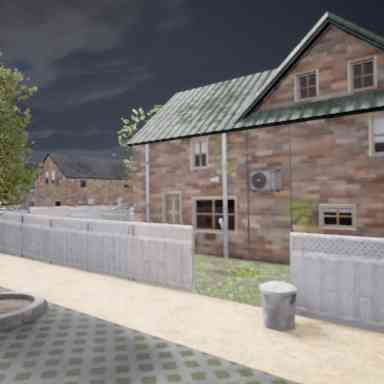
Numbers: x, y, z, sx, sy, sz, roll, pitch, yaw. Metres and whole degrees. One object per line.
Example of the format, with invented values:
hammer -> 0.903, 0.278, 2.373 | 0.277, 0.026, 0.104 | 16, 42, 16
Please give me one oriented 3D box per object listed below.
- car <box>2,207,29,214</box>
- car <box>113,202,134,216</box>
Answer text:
car -> -13.157, 1.808, 22.370 | 2.097, 1.767, 4.553 | -2, -2, 37
car -> -6.128, 1.947, 32.170 | 2.150, 2.045, 5.566 | -2, -2, 35
